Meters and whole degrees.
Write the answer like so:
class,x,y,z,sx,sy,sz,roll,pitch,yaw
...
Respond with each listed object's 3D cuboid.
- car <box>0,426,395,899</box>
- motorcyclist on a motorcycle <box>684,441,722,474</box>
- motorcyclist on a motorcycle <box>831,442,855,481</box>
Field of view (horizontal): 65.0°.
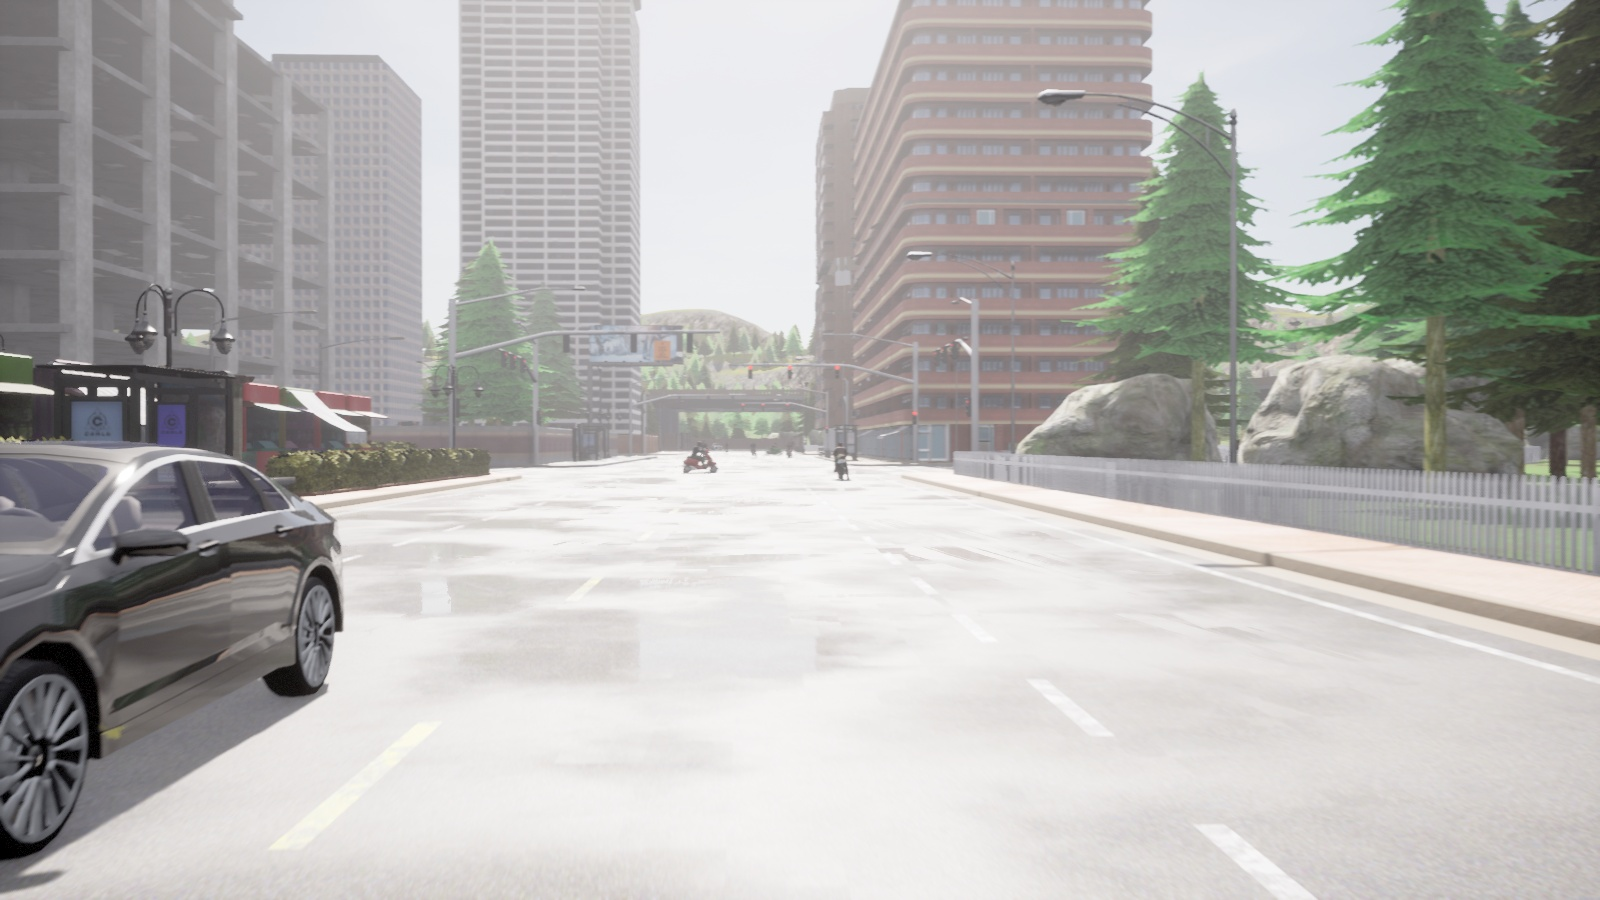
class,x,y,z,sx,sy,sz,roll,pitch,yaw
car,-3.689,0.668,5.925,2.128,1.511,4.902,0,0,-2
motorcyclist on a motorcycle,-4.704,0.338,60.989,1.817,1.590,0.866,0,0,-2
motorcyclist on a motorcycle,1.723,0.445,50.456,0.797,1.523,2.044,0,0,-2
